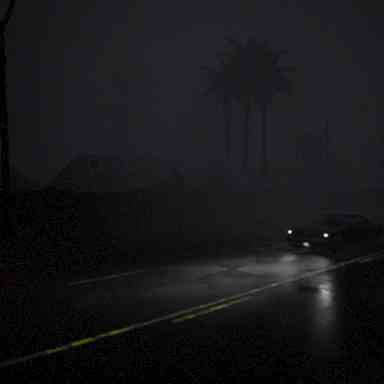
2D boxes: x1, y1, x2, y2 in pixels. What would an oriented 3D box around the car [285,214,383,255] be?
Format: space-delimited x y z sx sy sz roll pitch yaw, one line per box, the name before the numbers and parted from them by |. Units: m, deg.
car | 5.822 1.574 13.450 4.718 1.301 1.895 0 0 -40
